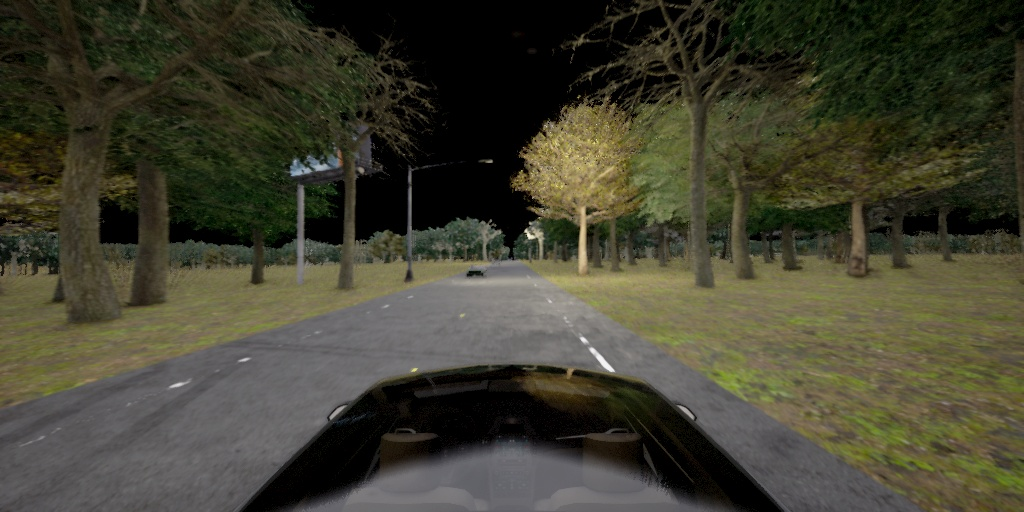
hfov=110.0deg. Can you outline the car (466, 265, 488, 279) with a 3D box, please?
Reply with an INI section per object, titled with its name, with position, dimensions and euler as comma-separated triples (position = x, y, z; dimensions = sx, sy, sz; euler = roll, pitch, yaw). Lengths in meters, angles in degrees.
[car]
position = -3.569, 1.585, 36.674
dimensions = 1.895, 1.301, 4.718
euler = 0, 0, 0
